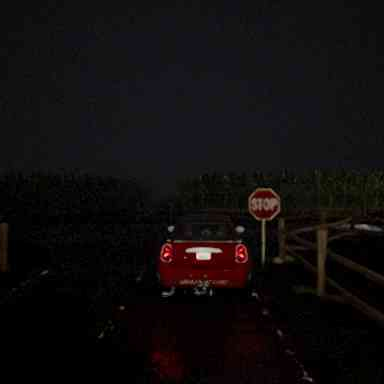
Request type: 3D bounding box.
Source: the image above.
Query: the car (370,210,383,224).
[{"bbox_3d":[13.765,1.464,21.287,4.181,1.385,1.994,0,0,0],"label":"car"}]

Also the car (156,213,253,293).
[{"bbox_3d":[0.371,1.358,9.063,2.097,1.767,4.553,0,0,3],"label":"car"}]
